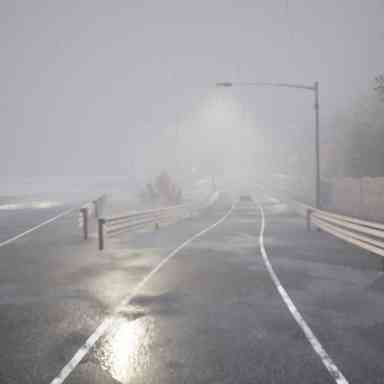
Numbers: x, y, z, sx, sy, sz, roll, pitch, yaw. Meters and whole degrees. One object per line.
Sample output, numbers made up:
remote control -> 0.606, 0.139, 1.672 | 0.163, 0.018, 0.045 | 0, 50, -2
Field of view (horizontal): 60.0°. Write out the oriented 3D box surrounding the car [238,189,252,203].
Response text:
car -> 8.329, 0.813, 51.904 | 1.882, 1.535, 5.008 | -1, 3, 7

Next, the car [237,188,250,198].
car -> 9.515, 0.178, 61.897 | 2.128, 1.511, 4.902 | -1, 4, 5
